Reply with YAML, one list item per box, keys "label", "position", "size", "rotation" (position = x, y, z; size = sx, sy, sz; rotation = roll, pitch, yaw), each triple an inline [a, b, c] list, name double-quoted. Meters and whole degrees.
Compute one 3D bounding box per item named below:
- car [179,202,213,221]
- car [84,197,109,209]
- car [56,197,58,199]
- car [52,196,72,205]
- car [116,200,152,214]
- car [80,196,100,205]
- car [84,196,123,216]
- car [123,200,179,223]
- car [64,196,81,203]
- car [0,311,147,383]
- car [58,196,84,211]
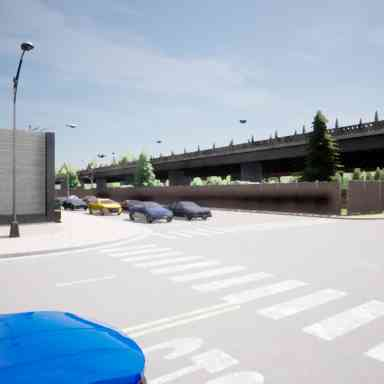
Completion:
- label: "car"
  position: [-0.607, 1.492, 27.380]
  size: [2.033, 1.411, 5.357]
  rotation: [0, 0, -36]
- label: "car"
  position: [-12.812, 1.470, 44.497]
  size: [1.812, 1.442, 4.674]
  rotation: [0, 0, -35]
- label: "car"
  position: [-20.053, 1.508, 48.619]
  size: [1.994, 1.385, 4.181]
  rotation: [0, 0, -35]
- label: "car"
  position: [-22.981, 1.492, 58.853]
  size: [2.033, 1.411, 5.357]
  rotation: [0, 0, -35]
- label: "car"
  position: [-6.176, 1.545, 35.183]
  size: [1.895, 1.301, 4.718]
  rotation: [0, 0, -35]
- label: "car"
  position: [-17.819, 1.422, 57.828]
  size: [1.882, 1.535, 5.008]
  rotation: [0, 0, -36]
- label: "car"
  position: [-8.575, 1.422, 32.515]
  size: [1.882, 1.535, 5.008]
  rotation: [0, 0, -36]
- label: "car"
  position: [-3.209, 1.470, 25.009]
  size: [1.812, 1.442, 4.674]
  rotation: [0, 0, -36]
- label: "car"
  position: [-23.745, 1.469, 65.948]
  size: [1.812, 1.442, 4.674]
  rotation: [0, 0, -36]
- label: "car"
  position: [-2.633, 1.478, 1.896]
  size: [5.008, 1.535, 1.882]
  rotation: [0, 0, -36]
- label: "car"
  position: [-14.270, 1.492, 40.495]
  size: [2.033, 1.411, 5.357]
  rotation: [0, 0, -35]
